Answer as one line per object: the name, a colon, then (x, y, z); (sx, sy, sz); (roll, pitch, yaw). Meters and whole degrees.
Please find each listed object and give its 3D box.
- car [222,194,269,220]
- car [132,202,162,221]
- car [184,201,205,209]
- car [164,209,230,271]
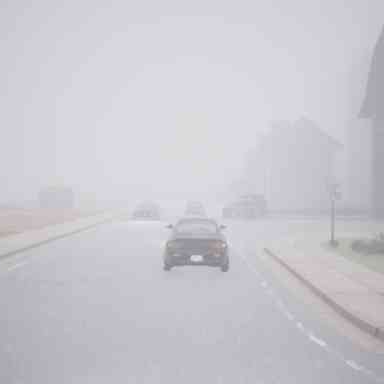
car: (4.308, 1.141, 27.051); (1.905, 1.878, 3.866); (-7, 4, -42)
car: (-3.465, 1.485, 26.418); (1.994, 1.385, 4.181); (0, 0, 0)
car: (0.251, 1.502, 30.876); (2.033, 1.411, 5.357); (1, 0, 1)
car: (0.143, 1.519, 10.829); (1.812, 1.442, 4.674); (1, 0, 0)
